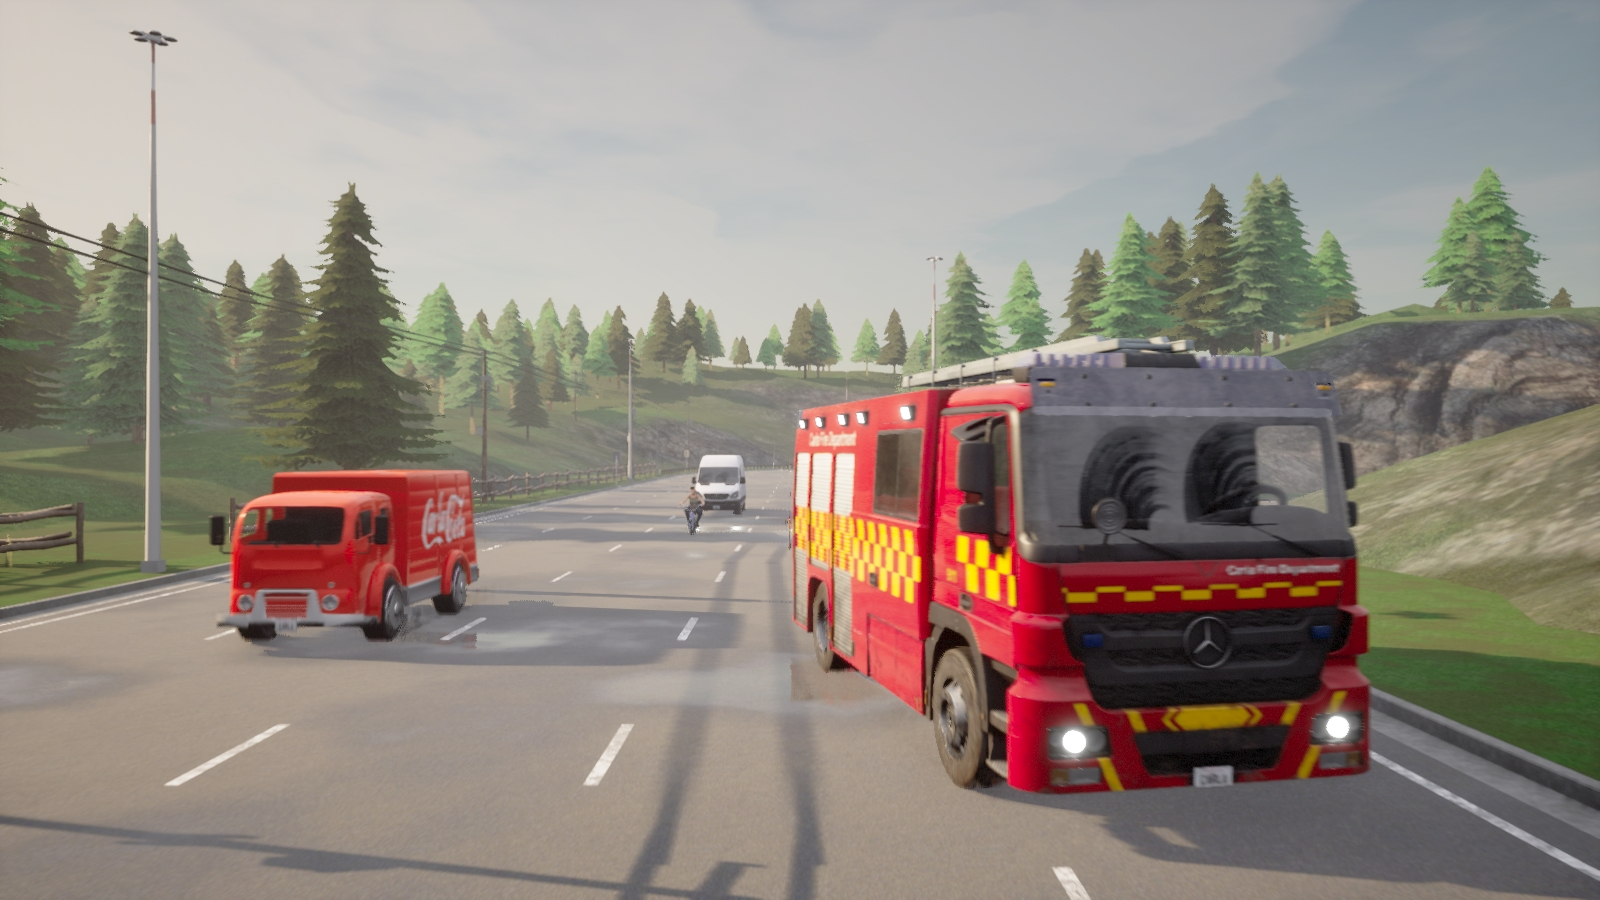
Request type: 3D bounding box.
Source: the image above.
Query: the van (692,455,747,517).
[{"bbox_3d":[-3.501,1.513,50.658,1.988,2.561,5.915,0,0,0],"label":"van"}]

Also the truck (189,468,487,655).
[{"bbox_3d":[-7.000,1.560,18.153,2.627,2.467,5.204,0,0,0],"label":"truck"}]

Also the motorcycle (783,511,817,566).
[{"bbox_3d":[-0.001,2.174,28.302,0.803,1.199,2.033,0,0,0],"label":"motorcycle"}]

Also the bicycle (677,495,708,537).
[{"bbox_3d":[-3.499,2.142,37.322,0.859,1.277,1.487,0,0,0],"label":"bicycle"}]

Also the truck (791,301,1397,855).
[{"bbox_3d":[2.153,0.885,12.329,2.891,3.827,8.468,0,0,-12],"label":"truck"}]
